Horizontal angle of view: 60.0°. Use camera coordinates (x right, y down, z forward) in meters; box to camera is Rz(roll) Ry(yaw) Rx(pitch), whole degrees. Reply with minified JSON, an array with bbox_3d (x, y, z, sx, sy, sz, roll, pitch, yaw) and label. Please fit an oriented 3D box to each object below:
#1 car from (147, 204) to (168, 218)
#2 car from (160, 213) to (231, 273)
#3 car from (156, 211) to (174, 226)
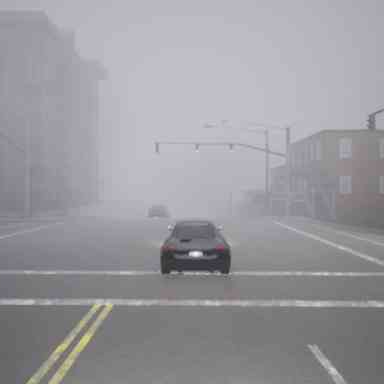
[{"bbox_3d":[-3.592,2.096,35.599,1.837,1.490,4.892,0,-5,0],"label":"car"},{"bbox_3d":[0.100,1.587,10.750,1.994,1.385,4.181,0,0,0],"label":"car"},{"bbox_3d":[-3.587,3.661,45.393,2.033,1.411,5.357,0,-12,0],"label":"car"}]
